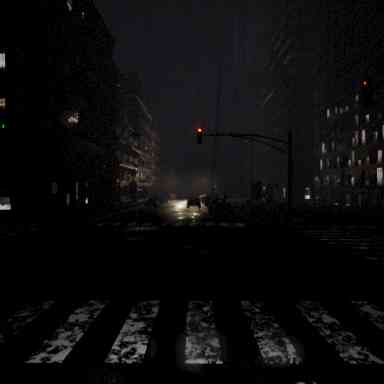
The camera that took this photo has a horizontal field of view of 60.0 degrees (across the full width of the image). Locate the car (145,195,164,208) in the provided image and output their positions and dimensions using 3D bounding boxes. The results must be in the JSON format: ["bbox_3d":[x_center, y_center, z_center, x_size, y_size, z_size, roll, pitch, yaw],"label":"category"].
[{"bbox_3d":[-5.554,1.520,46.955,1.947,1.339,4.313,-1,0,0],"label":"car"}]

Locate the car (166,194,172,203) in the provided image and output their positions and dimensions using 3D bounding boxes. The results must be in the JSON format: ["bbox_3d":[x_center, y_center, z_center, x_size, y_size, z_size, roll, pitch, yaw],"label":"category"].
[{"bbox_3d":[-5.501,1.470,63.892,1.887,1.381,4.507,-1,0,0],"label":"car"}]

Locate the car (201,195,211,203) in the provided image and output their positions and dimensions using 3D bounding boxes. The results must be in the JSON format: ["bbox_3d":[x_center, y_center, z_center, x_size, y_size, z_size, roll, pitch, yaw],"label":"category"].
[{"bbox_3d":[2.870,1.353,69.544,1.967,1.590,4.097,-1,0,0],"label":"car"}]

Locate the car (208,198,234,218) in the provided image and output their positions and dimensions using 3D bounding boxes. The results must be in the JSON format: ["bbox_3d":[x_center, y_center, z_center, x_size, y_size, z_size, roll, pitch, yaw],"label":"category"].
[{"bbox_3d":[2.739,1.522,30.024,1.887,1.381,4.507,-1,0,0],"label":"car"}]

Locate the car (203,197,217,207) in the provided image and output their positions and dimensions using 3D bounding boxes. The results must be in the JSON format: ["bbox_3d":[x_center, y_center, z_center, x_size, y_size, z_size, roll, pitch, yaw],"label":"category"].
[{"bbox_3d":[2.811,1.490,52.607,1.887,1.381,4.507,-1,0,0],"label":"car"}]

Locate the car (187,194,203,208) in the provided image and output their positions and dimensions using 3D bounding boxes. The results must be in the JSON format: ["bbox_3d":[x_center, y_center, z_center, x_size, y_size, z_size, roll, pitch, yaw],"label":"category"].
[{"bbox_3d":[0.248,1.445,47.475,2.128,1.511,4.902,0,0,0],"label":"car"}]

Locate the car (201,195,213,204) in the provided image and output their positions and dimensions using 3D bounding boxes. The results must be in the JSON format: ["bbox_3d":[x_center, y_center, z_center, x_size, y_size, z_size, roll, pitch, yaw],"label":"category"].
[{"bbox_3d":[2.846,1.365,63.898,1.967,1.590,4.097,-1,0,0],"label":"car"}]

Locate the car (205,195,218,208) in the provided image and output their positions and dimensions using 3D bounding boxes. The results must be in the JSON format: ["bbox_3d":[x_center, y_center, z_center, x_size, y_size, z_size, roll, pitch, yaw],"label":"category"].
[{"bbox_3d":[2.756,1.410,35.670,1.967,1.590,4.097,-1,0,0],"label":"car"}]

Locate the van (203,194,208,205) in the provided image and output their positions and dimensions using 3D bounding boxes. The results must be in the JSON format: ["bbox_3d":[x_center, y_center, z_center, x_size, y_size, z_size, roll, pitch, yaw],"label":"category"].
[{"bbox_3d":[2.790,1.295,46.961,1.690,1.788,3.998,-1,0,0],"label":"van"}]

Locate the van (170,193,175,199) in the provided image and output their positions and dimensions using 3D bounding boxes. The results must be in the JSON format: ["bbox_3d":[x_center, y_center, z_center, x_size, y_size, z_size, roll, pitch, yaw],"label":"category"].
[{"bbox_3d":[-5.467,1.242,75.186,1.690,1.788,3.998,-1,0,0],"label":"van"}]

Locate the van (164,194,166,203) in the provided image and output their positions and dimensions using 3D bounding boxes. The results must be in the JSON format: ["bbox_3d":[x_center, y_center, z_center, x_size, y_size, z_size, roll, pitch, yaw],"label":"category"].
[{"bbox_3d":[-5.540,1.286,52.601,1.690,1.788,3.998,-1,0,0],"label":"van"}]

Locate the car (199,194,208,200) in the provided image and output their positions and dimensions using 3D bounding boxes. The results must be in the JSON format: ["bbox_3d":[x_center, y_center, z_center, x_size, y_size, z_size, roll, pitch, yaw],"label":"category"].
[{"bbox_3d":[2.954,1.313,86.482,1.967,1.590,4.097,-1,0,0],"label":"car"}]
